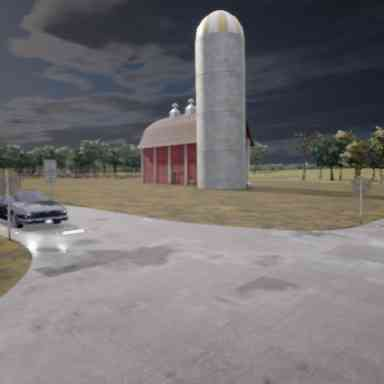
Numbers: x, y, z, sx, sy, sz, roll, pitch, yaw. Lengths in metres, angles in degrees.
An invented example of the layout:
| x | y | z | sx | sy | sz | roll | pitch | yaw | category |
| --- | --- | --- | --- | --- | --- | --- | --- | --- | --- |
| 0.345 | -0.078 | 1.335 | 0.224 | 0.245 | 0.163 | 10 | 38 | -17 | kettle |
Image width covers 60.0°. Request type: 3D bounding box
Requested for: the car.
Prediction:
| x | y | z | sx | sy | sz | roll | pitch | yaw | category |
| --- | --- | --- | --- | --- | --- | --- | --- | --- | --- |
| -7.495 | 0.614 | 14.746 | 5.357 | 1.411 | 2.033 | 4 | 5 | 43 | car |
